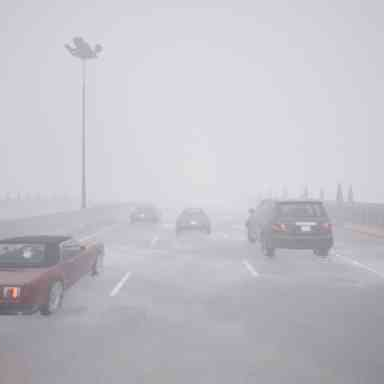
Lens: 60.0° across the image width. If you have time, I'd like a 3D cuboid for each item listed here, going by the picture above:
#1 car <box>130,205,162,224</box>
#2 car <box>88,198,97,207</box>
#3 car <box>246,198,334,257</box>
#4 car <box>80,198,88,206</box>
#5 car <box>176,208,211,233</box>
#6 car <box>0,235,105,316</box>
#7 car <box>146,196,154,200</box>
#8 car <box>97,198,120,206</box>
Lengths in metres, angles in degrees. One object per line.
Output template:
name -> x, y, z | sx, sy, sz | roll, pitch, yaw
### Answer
car -> -3.433, 1.636, 25.223 | 1.994, 1.385, 4.181 | 0, 0, 0
car -> -14.128, 1.701, 52.258 | 2.033, 1.411, 5.357 | 0, 0, 0
car -> 3.584, 1.255, 13.160 | 2.150, 2.045, 5.566 | 0, 0, 0
car -> -17.612, 1.696, 57.110 | 1.812, 1.442, 4.674 | 0, 0, 0
car -> 0.074, 1.618, 19.914 | 1.994, 1.385, 4.181 | 0, 0, 0
car -> -3.411, 1.624, 7.495 | 1.895, 1.301, 4.718 | 0, 0, 0
car -> -10.622, 1.680, 84.750 | 2.033, 1.411, 5.357 | 0, 0, 0
car -> -10.644, 1.729, 43.948 | 1.895, 1.301, 4.718 | 0, 0, 0
